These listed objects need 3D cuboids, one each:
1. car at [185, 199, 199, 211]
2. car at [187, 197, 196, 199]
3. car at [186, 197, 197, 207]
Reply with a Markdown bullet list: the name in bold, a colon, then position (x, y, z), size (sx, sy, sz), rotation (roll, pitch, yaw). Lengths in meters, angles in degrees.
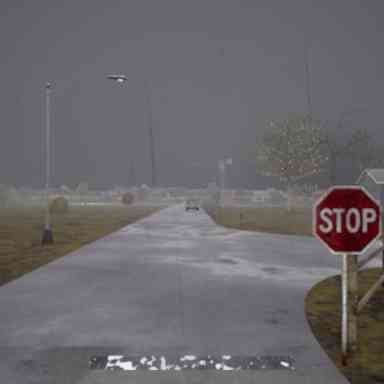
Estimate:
- **car**: position (0.037, 2.137, 50.289), size (1.994, 1.385, 4.181), rotation (0, -1, 0)
- **car**: position (-0.071, 1.959, 60.341), size (2.150, 2.045, 5.566), rotation (0, -1, 0)
- **car**: position (-0.087, 2.093, 70.703), size (2.150, 2.045, 5.566), rotation (0, -1, 0)
